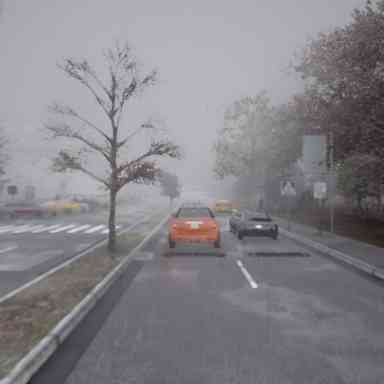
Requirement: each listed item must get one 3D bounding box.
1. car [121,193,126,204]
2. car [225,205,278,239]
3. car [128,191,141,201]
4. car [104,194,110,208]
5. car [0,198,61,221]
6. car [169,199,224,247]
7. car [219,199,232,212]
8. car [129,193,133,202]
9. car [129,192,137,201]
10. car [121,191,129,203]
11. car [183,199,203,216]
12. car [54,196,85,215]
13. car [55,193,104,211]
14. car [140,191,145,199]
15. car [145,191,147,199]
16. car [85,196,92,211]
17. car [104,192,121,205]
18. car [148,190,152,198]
[{"bbox_3d":[-13.821,1.440,54.917,4.674,1.452,2.002,-1,0,-20],"label":"car"},{"bbox_3d":[3.102,1.579,17.459,1.994,1.385,4.181,0,0,0],"label":"car"},{"bbox_3d":[-13.781,1.213,69.932,4.792,1.488,2.163,-1,1,-20],"label":"car"},{"bbox_3d":[-13.654,1.472,45.965,5.366,1.575,1.946,-1,0,-20],"label":"car"},{"bbox_3d":[-13.814,1.546,27.894,4.792,1.488,2.163,-1,0,-20],"label":"car"},{"bbox_3d":[0.101,1.361,15.228,2.097,1.767,4.553,0,0,0],"label":"car"},{"bbox_3d":[3.104,1.502,35.113,1.882,1.535,5.008,0,0,0],"label":"car"},{"bbox_3d":[-13.817,1.359,60.916,4.674,1.452,2.002,-1,1,-20],"label":"car"},{"bbox_3d":[-13.805,1.276,63.916,5.008,1.535,2.097,-1,1,-20],"label":"car"},{"bbox_3d":[-13.849,1.234,57.904,4.553,1.767,2.185,-1,1,-20],"label":"car"},{"bbox_3d":[0.104,1.531,33.561,1.837,1.490,4.892,0,0,0],"label":"car"},{"bbox_3d":[-14.007,1.517,33.818,5.366,1.575,1.946,-1,0,-20],"label":"car"},{"bbox_3d":[-13.808,1.258,39.910,5.566,2.045,2.435,-1,0,-20],"label":"car"},{"bbox_3d":[-13.784,0.889,72.931,5.566,2.045,2.435,-1,1,-20],"label":"car"},{"bbox_3d":[-13.629,1.091,75.986,5.366,1.575,1.946,-1,1,-20],"label":"car"},{"bbox_3d":[-13.837,1.554,36.891,4.674,1.452,2.002,-1,0,-20],"label":"car"},{"bbox_3d":[-13.852,1.205,48.891,5.566,2.045,2.435,-1,1,-20],"label":"car"},{"bbox_3d":[-13.823,0.735,84.900,5.566,2.045,2.435,-1,1,-20],"label":"car"}]
